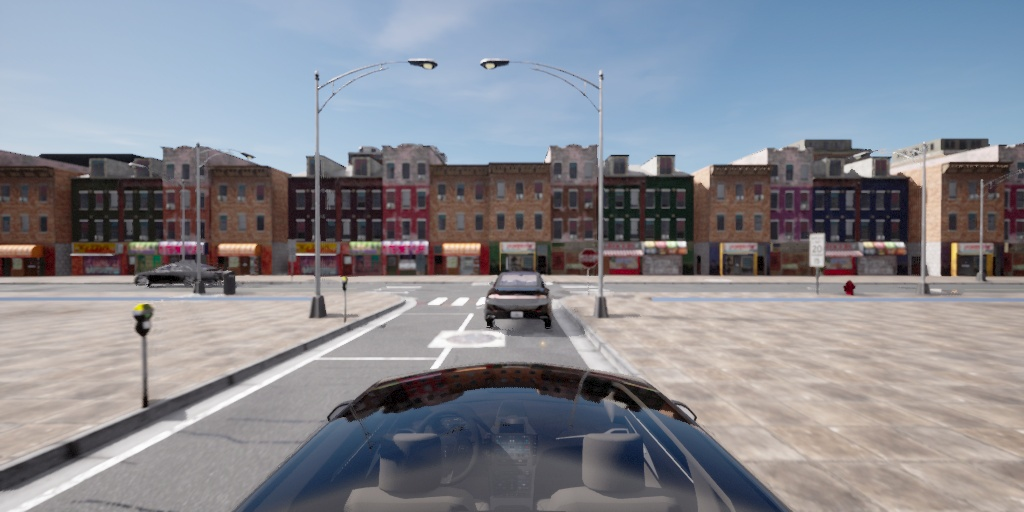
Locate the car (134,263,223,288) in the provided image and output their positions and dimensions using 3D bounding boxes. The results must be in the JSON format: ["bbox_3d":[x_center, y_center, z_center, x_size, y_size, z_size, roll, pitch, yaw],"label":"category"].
[{"bbox_3d":[-21.537,1.232,23.265,4.902,1.511,2.128,0,1,0],"label":"car"}]

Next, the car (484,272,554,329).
[{"bbox_3d":[0.283,1.241,11.316,2.128,1.511,4.902,0,0,4],"label":"car"}]
